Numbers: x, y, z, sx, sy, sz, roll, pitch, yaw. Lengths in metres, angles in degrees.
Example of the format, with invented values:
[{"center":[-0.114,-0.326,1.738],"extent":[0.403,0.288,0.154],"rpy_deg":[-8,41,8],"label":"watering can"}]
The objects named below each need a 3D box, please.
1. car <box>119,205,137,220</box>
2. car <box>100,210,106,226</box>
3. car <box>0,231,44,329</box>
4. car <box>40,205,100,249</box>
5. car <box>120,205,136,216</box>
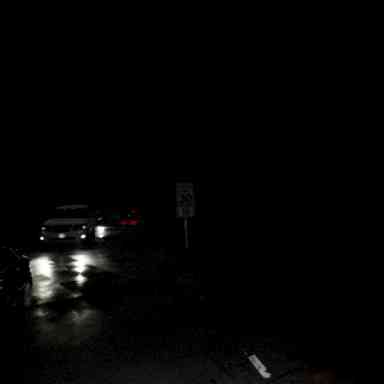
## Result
[{"center":[-7.450,2.466,39.091],"extent":[2.128,1.511,4.902],"rpy_deg":[-1,-1,-11],"label":"car"},{"center":[-9.074,2.380,31.003],"extent":[1.812,1.442,4.674],"rpy_deg":[-1,-1,-11],"label":"car"},{"center":[-3.989,1.701,5.327],"extent":[1.837,1.490,4.892],"rpy_deg":[-1,-1,-12],"label":"car"},{"center":[-6.530,1.745,18.067],"extent":[2.150,2.045,5.566],"rpy_deg":[-1,-1,-11],"label":"car"},{"center":[-9.593,2.733,49.850],"extent":[2.128,1.511,4.902],"rpy_deg":[-1,-1,-11],"label":"car"}]
